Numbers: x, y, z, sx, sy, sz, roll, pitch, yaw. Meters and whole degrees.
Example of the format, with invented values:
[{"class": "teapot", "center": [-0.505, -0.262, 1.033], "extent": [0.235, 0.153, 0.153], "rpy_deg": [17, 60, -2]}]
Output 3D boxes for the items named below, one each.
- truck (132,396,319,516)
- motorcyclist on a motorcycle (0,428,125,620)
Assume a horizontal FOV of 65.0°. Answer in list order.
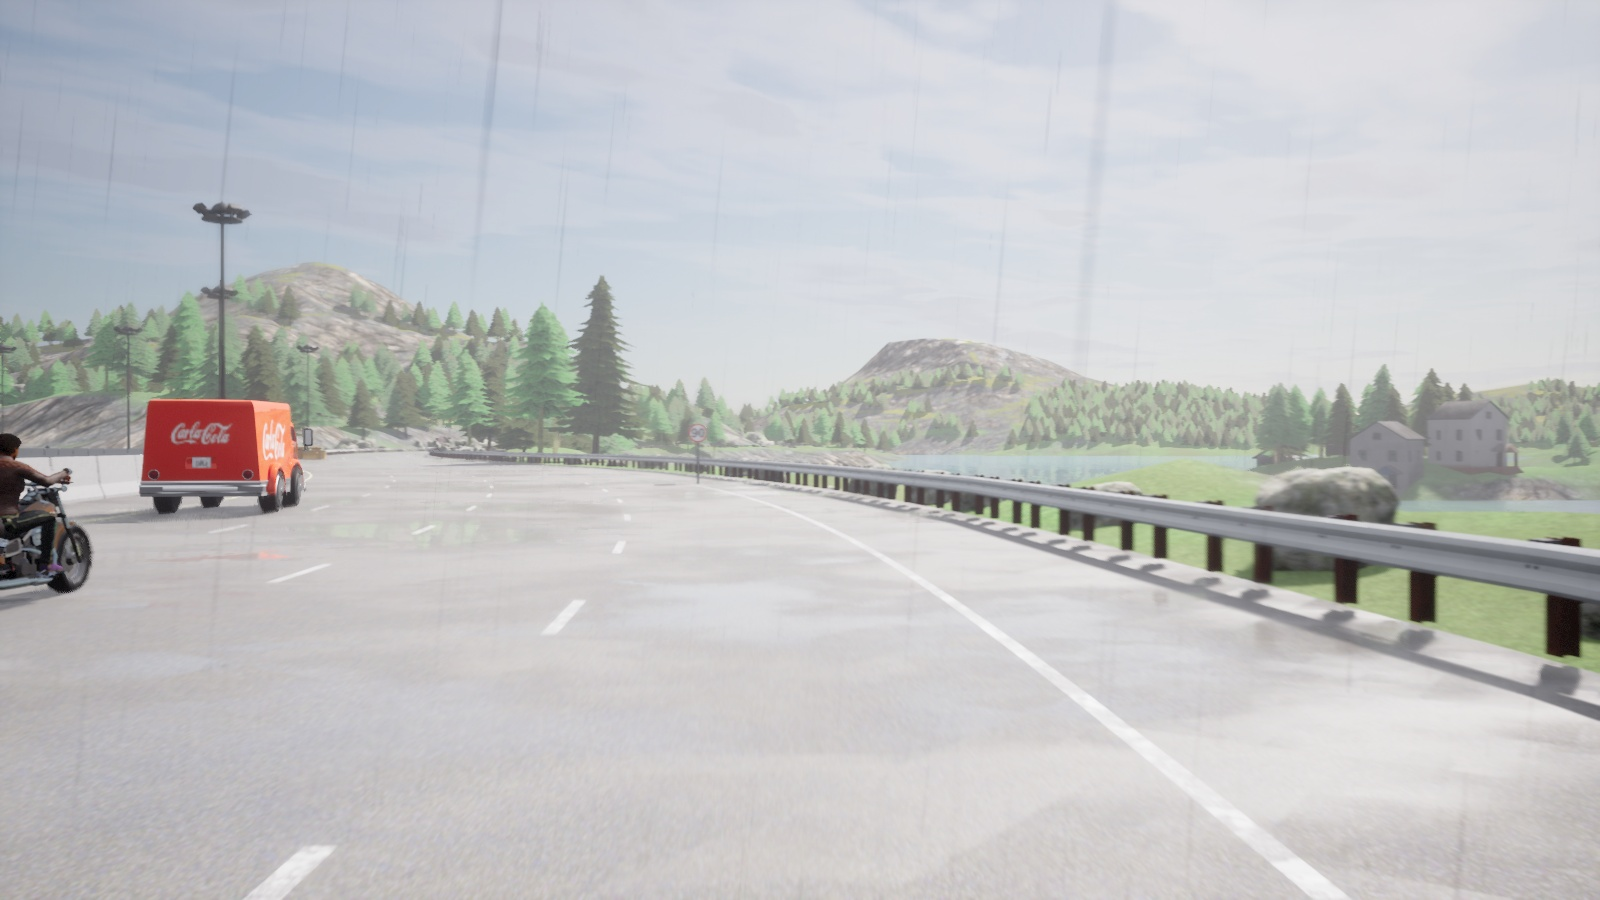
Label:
[{"class": "truck", "center": [-12.836, 0.118, 28.516], "extent": [2.627, 2.467, 5.204], "rpy_deg": [0, 0, -10]}, {"class": "motorcyclist on a motorcycle", "center": [-7.338, 0.641, 11.867], "extent": [0.766, 1.649, 2.350], "rpy_deg": [-1, 0, -4]}]
